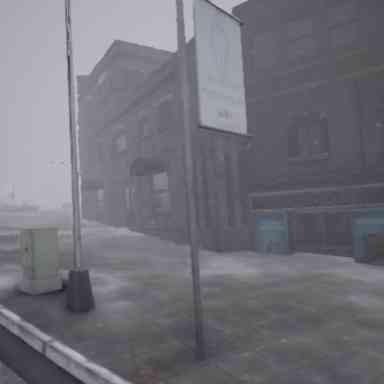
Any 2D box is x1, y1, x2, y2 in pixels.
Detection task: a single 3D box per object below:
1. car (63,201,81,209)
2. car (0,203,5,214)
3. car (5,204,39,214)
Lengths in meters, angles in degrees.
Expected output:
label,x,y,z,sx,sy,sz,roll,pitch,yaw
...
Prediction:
label,x,y,z,sx,sy,sz,roll,pitch,yaw
car,-22.159,2.435,61.507,1.812,1.442,4.674,-4,-2,7
car,-27.004,2.368,46.878,1.882,1.535,5.008,-4,-1,1
car,-23.636,2.289,46.975,1.895,1.301,4.718,-4,-1,5
